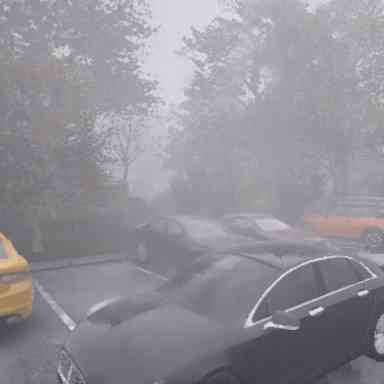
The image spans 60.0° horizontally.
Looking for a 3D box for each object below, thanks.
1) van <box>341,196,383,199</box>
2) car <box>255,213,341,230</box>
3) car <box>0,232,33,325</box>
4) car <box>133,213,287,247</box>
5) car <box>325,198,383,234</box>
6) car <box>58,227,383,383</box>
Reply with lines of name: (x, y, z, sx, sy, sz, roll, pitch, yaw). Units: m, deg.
van: (9.015, 1.218, 16.379, 1.878, 1.987, 4.442, 0, 0, -36)
car: (2.285, 1.487, 11.436, 2.002, 1.452, 4.674, 0, 0, -35)
car: (-4.514, 1.478, 6.581, 2.097, 1.535, 5.008, 0, 0, -35)
car: (0.014, 1.453, 9.821, 2.097, 1.535, 5.008, 0, 0, -35)
car: (6.838, 1.317, 14.643, 2.185, 1.767, 4.553, 0, 0, -36)
car: (0.878, 1.488, 4.310, 4.892, 1.490, 1.837, 0, 0, -35)
